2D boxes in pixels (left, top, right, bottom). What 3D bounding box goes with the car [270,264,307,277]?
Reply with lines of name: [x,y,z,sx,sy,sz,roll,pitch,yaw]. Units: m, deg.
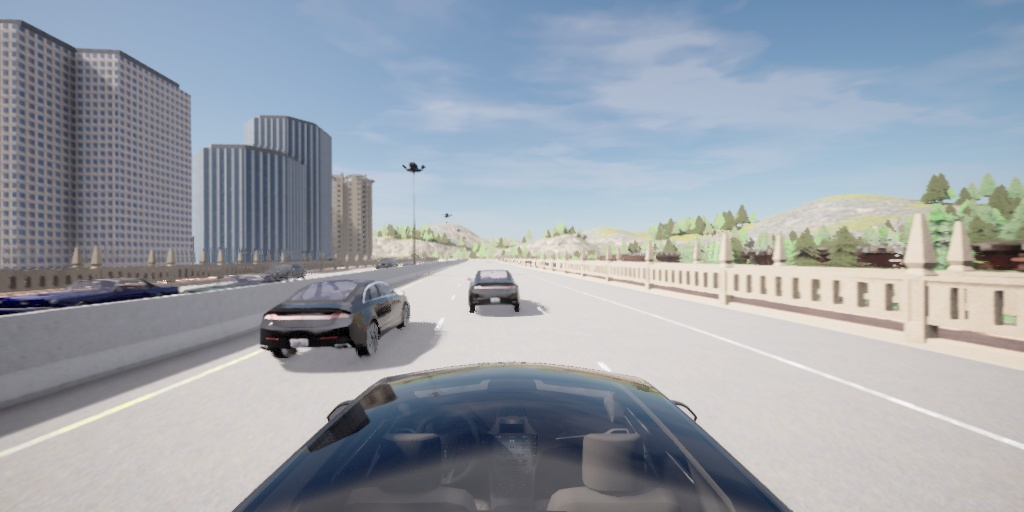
car: [-20.442,1.486,32.594,1.837,1.490,4.892,0,0,-6]

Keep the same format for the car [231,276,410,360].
car: [-3.789,1.288,8.561,2.128,1.511,4.902,0,0,-3]

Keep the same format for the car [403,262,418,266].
car: [-15.927,1.584,56.289,1.994,1.385,4.181,0,0,-6]

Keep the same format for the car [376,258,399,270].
car: [-19.395,1.264,55.900,2.150,2.045,5.566,0,0,-6]

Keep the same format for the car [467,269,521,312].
car: [-0.768,1.285,14.423,2.128,1.511,4.902,0,0,-5]

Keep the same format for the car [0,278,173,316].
car: [-14.818,1.485,12.919,1.895,1.301,4.718,0,0,-6]

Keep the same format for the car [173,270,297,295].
car: [-11.560,1.471,15.492,1.895,1.301,4.718,0,0,-6]
